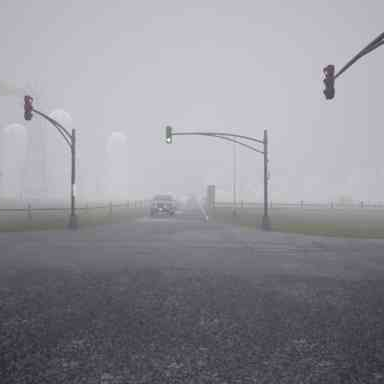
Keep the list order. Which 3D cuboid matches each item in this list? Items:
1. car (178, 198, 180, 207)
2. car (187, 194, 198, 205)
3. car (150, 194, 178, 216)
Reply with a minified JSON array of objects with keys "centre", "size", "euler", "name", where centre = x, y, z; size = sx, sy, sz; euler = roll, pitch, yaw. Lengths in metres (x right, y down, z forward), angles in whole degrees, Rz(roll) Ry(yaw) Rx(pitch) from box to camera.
[{"centre":[-2.844,1.577,43.252],"size":[1.812,1.442,4.674],"euler":[0,0,0],"name":"car"},{"centre":[0.017,1.588,63.178],"size":[1.837,1.490,4.892],"euler":[0,0,0],"name":"car"},{"centre":[-2.862,1.260,33.285],"size":[2.150,2.045,5.566],"euler":[0,0,0],"name":"car"}]
